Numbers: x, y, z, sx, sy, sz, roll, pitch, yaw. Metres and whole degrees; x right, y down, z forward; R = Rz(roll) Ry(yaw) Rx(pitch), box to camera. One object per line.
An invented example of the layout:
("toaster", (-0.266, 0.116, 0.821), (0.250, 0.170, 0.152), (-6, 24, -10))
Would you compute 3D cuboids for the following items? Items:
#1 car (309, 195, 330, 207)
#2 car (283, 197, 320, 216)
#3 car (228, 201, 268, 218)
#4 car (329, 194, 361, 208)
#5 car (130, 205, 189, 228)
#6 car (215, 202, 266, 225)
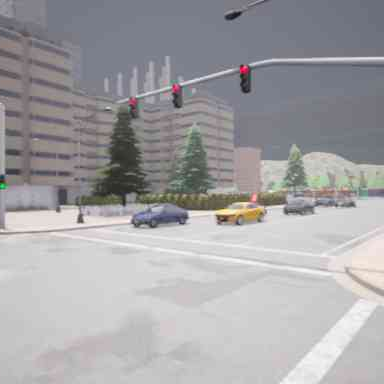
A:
("car", (19.886, 1.525, 49.865), (2.033, 1.411, 5.357), (-1, 0, 40))
("car", (10.771, 1.515, 33.328), (1.837, 1.490, 4.892), (-1, 0, 39))
("car", (5.498, 1.624, 32.413), (1.994, 1.385, 4.181), (-1, 0, 39))
("car", (21.192, 1.442, 45.971), (2.128, 1.511, 4.902), (-1, 0, 40))
("car", (-2.115, 1.629, 23.079), (1.812, 1.442, 4.674), (-1, 0, 39))
("car", (3.606, 1.528, 24.578), (1.882, 1.535, 5.008), (-1, 0, 39))
